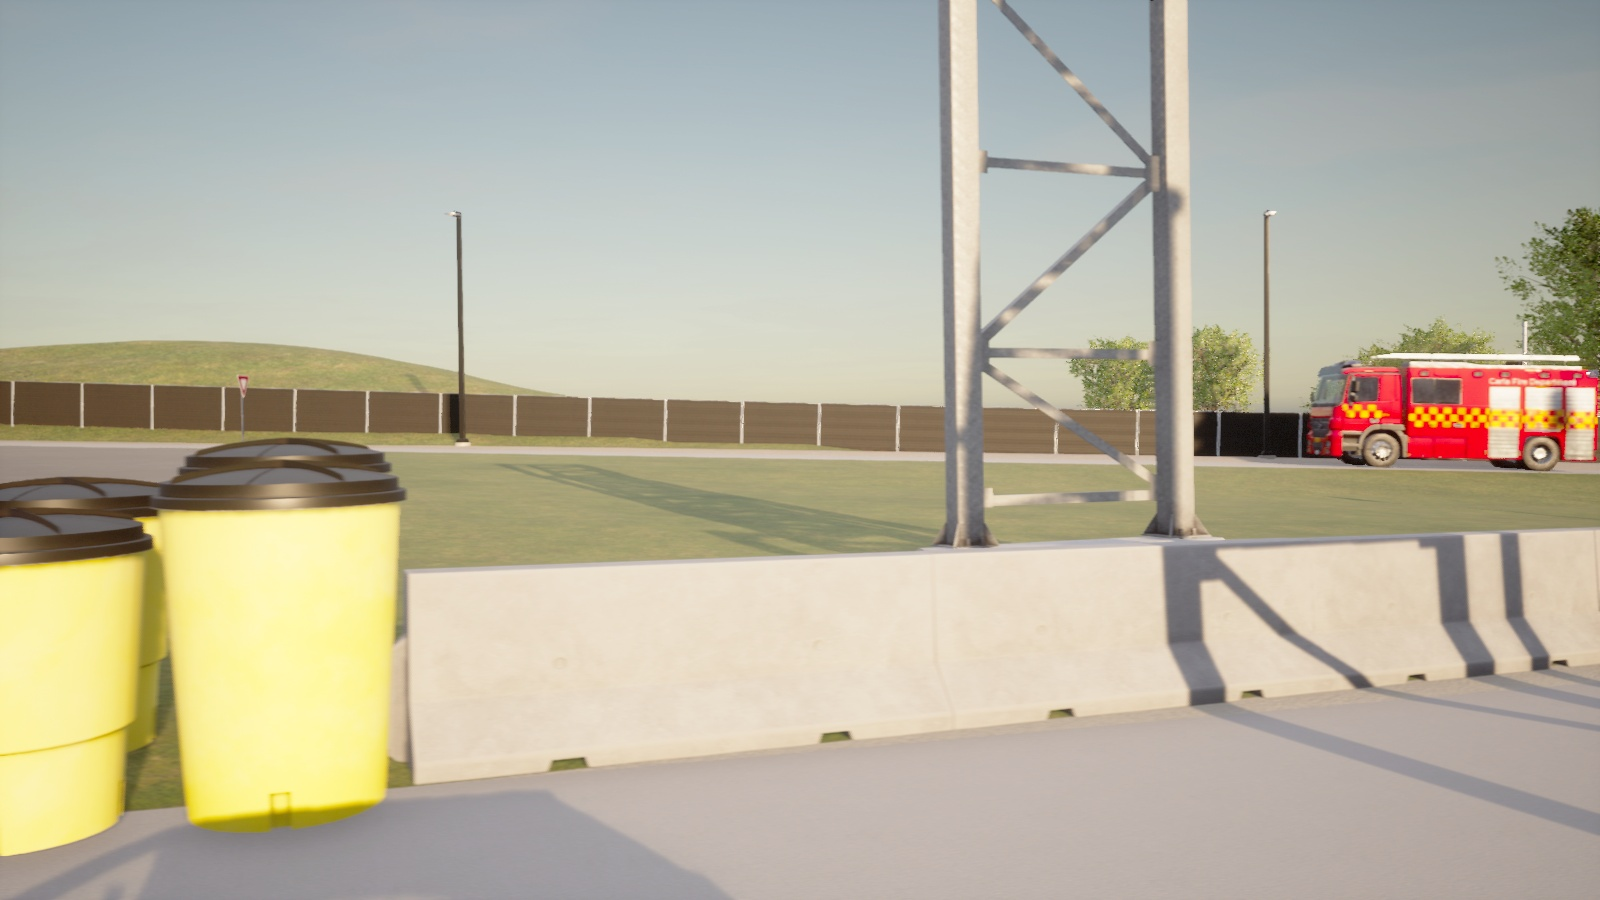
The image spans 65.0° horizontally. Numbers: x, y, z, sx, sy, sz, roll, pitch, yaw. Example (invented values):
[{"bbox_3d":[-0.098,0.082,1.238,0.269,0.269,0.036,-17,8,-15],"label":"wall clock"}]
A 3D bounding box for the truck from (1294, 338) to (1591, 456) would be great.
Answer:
[{"bbox_3d":[21.536,-1.751,42.537,8.468,3.827,2.891,0,2,6],"label":"truck"}]
